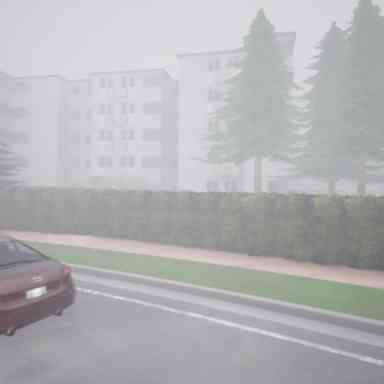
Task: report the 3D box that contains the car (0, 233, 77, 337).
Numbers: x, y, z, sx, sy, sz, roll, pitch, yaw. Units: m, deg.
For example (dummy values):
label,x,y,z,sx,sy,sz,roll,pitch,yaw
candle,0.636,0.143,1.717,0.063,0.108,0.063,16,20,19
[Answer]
label,x,y,z,sx,sy,sz,roll,pitch,yaw
car,-4.080,1.410,5.821,4.181,1.385,1.994,1,1,27
